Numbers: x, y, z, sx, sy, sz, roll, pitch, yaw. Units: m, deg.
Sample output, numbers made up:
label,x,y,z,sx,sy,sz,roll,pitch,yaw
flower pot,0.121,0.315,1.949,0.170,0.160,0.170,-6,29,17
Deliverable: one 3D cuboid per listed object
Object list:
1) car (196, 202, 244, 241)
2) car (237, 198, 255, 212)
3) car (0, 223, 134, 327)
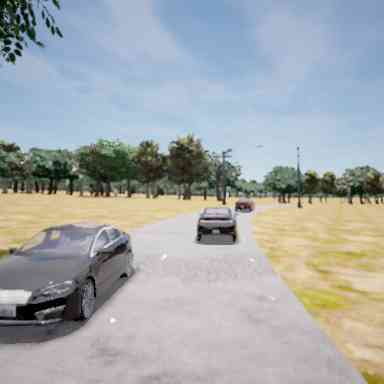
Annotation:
label,x,y,z,sx,sy,sz,roll,pitch,yaw
car,1.331,1.489,16.731,2.128,1.511,4.902,0,0,7
car,6.426,1.510,40.016,1.882,1.535,5.008,-1,-1,17
car,-2.621,1.490,7.355,2.128,1.511,4.902,0,0,4
